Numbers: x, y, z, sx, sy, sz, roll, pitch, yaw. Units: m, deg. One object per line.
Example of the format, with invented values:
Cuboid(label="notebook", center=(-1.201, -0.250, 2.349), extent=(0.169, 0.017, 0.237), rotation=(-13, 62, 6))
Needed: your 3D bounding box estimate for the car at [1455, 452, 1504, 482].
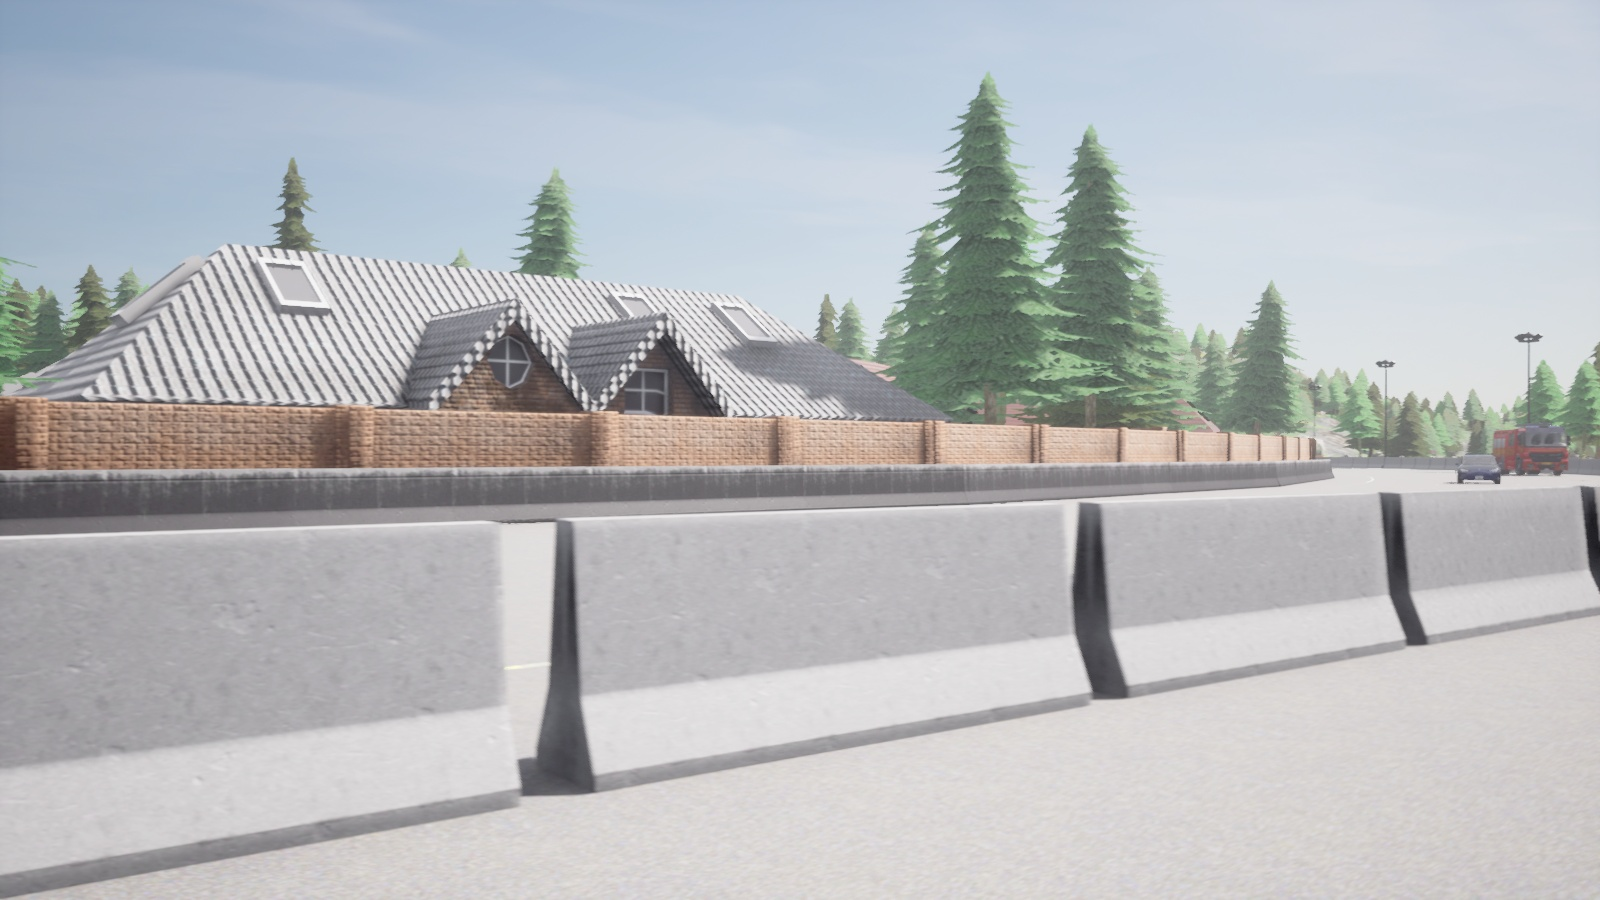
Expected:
Cuboid(label="car", center=(34.888, 0.842, 64.507), extent=(2.163, 1.488, 4.792), rotation=(0, 0, 28))
